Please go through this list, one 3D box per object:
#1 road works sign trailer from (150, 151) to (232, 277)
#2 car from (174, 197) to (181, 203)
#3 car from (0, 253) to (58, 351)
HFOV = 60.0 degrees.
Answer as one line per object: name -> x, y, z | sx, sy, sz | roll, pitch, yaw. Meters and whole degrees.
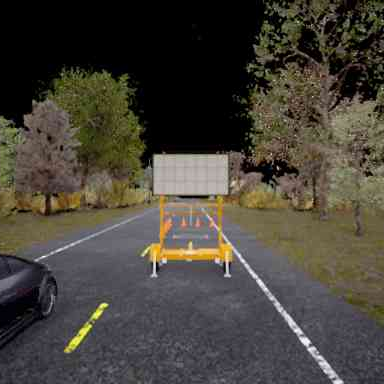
road works sign trailer -> -0.034, 0.523, 10.468 | 2.380, 3.560, 2.880 | 0, 0, 0
car -> -3.839, 2.153, 87.750 | 1.837, 1.490, 4.892 | 0, -1, 0
car -> -3.516, 1.590, 4.602 | 1.994, 1.385, 4.181 | 0, 0, 0
